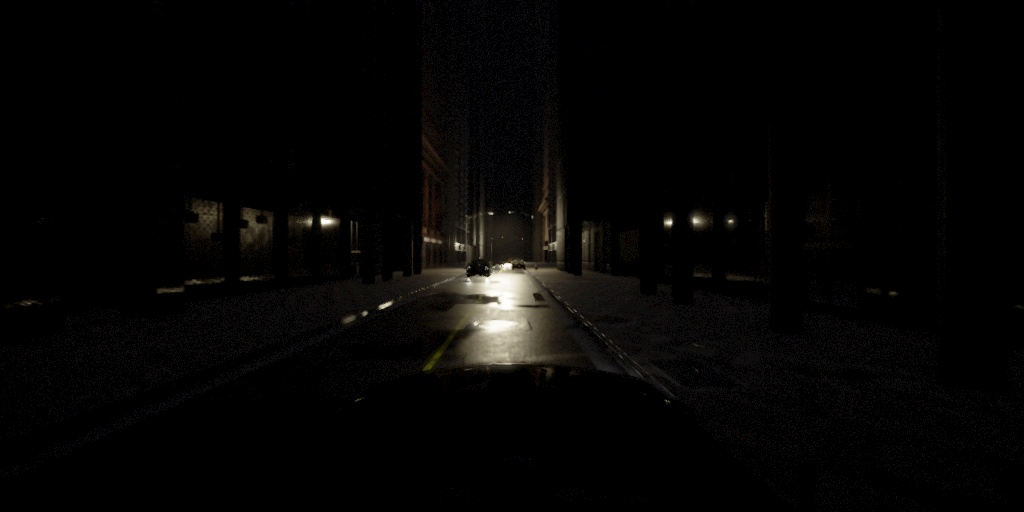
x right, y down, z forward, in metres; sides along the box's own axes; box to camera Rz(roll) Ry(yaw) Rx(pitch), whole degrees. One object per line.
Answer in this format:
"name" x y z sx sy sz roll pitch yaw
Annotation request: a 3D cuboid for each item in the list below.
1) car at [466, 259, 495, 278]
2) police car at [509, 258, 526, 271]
"car" -3.071 1.107 33.970 2.097 1.767 4.553 0 0 0
"police car" 0.929 1.188 51.039 1.930 1.638 5.238 0 0 0
